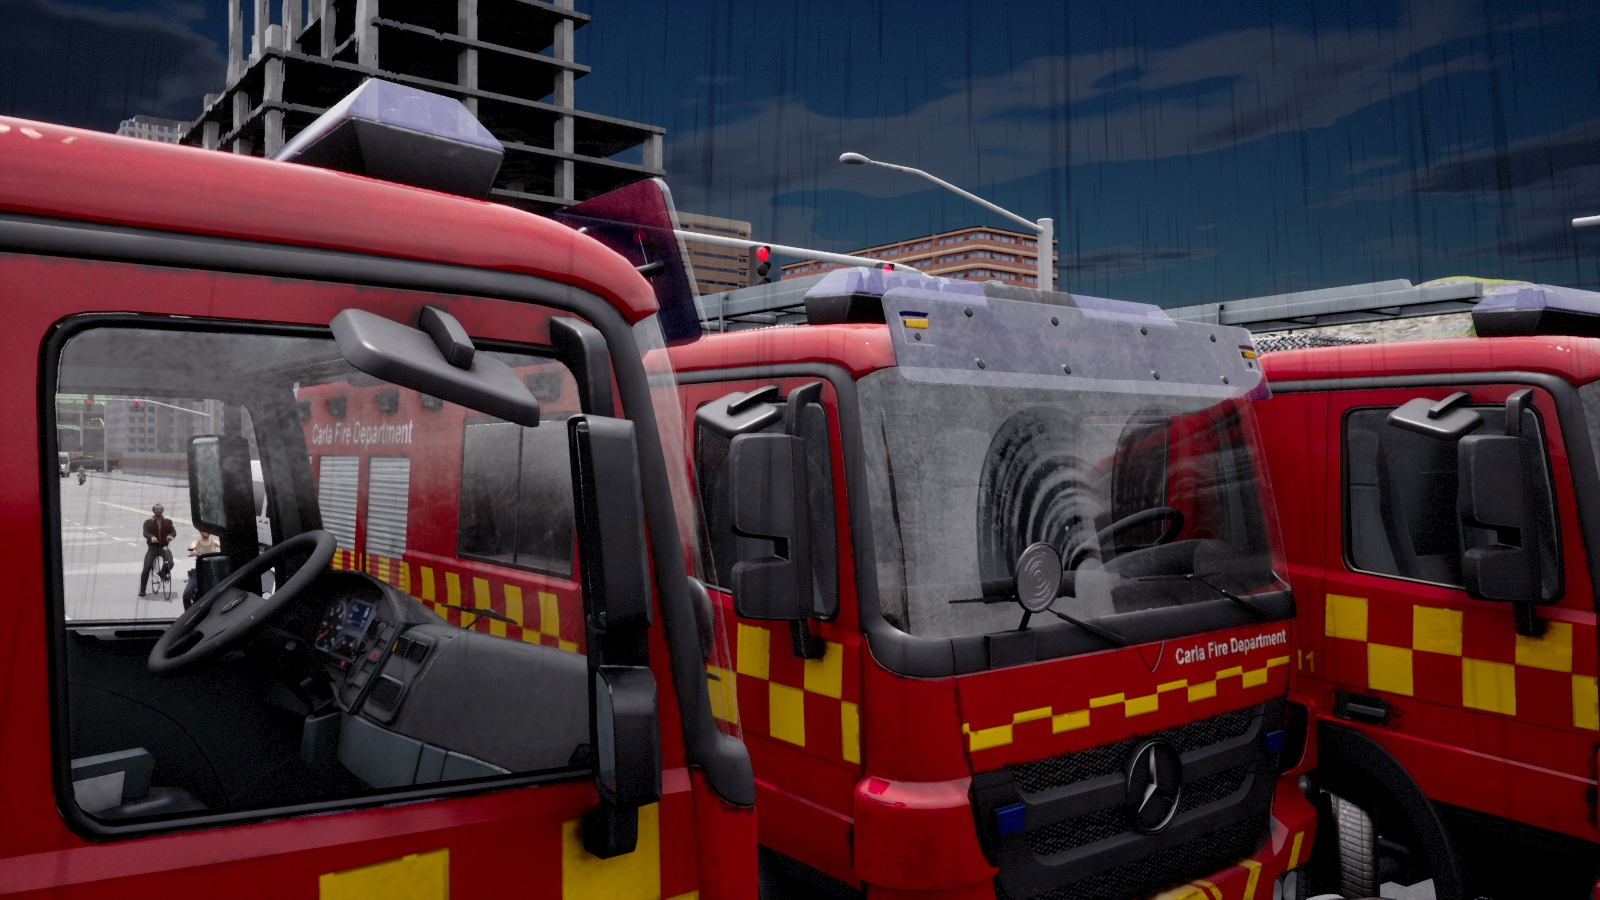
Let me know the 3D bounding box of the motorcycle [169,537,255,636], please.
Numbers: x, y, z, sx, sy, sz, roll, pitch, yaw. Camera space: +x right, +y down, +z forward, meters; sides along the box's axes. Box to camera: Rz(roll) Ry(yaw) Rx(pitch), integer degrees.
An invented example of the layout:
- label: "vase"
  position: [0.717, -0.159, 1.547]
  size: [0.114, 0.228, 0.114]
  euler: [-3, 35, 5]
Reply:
- label: "motorcycle"
  position: [-9.533, 2.155, 18.464]
  size: [0.764, 1.307, 2.356]
  euler: [0, 0, -39]

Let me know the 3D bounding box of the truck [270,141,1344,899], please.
- label: "truck"
  position: [-1.099, 0.890, 8.003]
  size: [2.891, 3.827, 8.468]
  euler: [0, 0, -38]

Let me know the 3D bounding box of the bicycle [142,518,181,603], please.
- label: "bicycle"
  position: [-12.095, 2.060, 21.614]
  size: [0.329, 1.471, 1.835]
  euler: [0, 0, -39]

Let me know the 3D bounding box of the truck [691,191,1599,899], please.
- label: "truck"
  position: [2.348, 0.890, 8.605]
  size: [2.891, 3.827, 8.468]
  euler: [0, 0, -31]

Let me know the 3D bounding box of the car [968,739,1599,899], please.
- label: "car"
  position: [2.437, 2.065, 3.109]
  size: [1.970, 1.475, 3.806]
  euler: [0, 0, -30]
